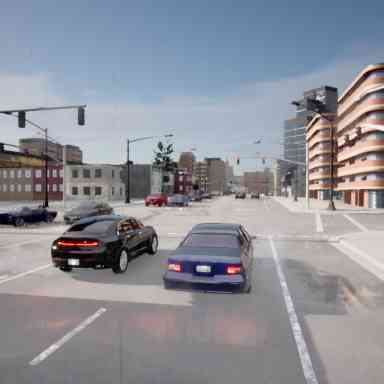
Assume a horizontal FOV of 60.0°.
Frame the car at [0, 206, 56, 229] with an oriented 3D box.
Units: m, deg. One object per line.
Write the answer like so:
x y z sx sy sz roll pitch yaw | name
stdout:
-11.125 1.597 22.112 1.895 1.301 4.718 0 0 12 | car

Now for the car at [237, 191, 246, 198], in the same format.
12.981 0.552 86.719 2.097 1.767 4.553 0 1 11 | car

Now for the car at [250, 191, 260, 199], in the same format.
14.335 0.881 75.441 2.128 1.511 4.902 0 1 11 | car

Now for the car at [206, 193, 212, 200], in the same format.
3.320 0.971 73.834 2.033 1.411 5.357 0 1 11 | car

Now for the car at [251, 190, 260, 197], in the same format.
16.337 0.464 85.645 2.097 1.767 4.553 0 1 11 | car

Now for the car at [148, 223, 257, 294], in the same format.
0.707 1.547 8.957 2.033 1.411 5.357 0 0 11 | car

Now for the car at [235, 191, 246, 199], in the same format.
11.087 0.902 77.067 1.994 1.385 4.181 0 1 11 | car

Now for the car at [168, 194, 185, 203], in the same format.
-2.825 1.202 61.011 1.812 1.442 4.674 0 2 13 | car

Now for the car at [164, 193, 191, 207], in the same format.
-1.951 1.223 47.485 2.097 1.767 4.553 0 1 11 | car

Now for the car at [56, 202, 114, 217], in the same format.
-7.196 1.487 23.643 1.837 1.490 4.892 0 0 12 | car

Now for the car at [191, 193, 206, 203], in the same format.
0.612 1.166 60.402 2.128 1.511 4.902 0 1 11 | car

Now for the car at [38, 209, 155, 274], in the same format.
-2.511 1.505 10.700 1.837 1.490 4.892 0 0 11 | car

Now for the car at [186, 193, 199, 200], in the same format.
0.145 0.942 75.833 2.033 1.411 5.357 0 1 11 | car

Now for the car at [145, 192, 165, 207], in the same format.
-5.159 1.080 49.361 2.150 2.045 5.566 0 1 11 | car
